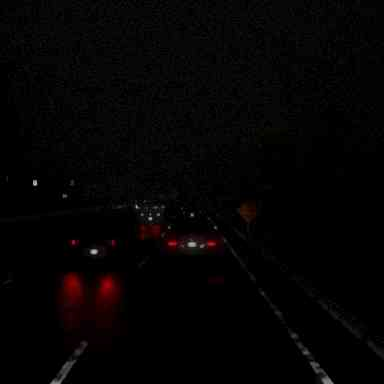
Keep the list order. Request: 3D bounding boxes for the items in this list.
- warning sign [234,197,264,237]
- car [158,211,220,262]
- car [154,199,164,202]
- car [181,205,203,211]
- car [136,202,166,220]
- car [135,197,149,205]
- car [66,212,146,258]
[{"bbox_3d":[2.879,1.252,16.950,1.300,1.860,1.060,2,1,0],"label":"warning sign"},{"bbox_3d":[0.011,1.649,12.529,2.033,1.411,5.357,0,0,0],"label":"car"},{"bbox_3d":[-6.523,2.060,65.678,1.994,1.385,4.181,0,0,0],"label":"car"},{"bbox_3d":[0.019,1.789,28.564,1.994,1.385,4.181,0,0,1],"label":"car"},{"bbox_3d":[-3.235,1.824,28.257,1.895,1.301,4.718,0,0,0],"label":"car"},{"bbox_3d":[-9.776,1.850,65.347,2.097,1.767,4.553,0,0,0],"label":"car"},{"bbox_3d":[-3.232,1.708,13.247,1.895,1.301,4.718,0,0,0],"label":"car"}]
